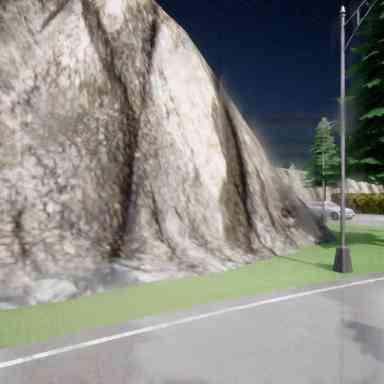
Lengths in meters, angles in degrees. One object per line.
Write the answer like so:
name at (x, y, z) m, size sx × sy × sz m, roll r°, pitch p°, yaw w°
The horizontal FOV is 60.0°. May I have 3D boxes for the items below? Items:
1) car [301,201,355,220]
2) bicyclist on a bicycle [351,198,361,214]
car at (11.287, 1.526, 27.983) m, size 1.812 × 1.442 × 4.674 m, roll 0°, pitch 0°, yaw -28°
bicyclist on a bicycle at (16.458, 1.453, 33.365) m, size 1.656 × 1.620 × 0.582 m, roll 0°, pitch 0°, yaw -28°
